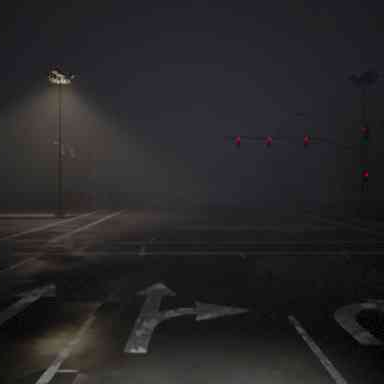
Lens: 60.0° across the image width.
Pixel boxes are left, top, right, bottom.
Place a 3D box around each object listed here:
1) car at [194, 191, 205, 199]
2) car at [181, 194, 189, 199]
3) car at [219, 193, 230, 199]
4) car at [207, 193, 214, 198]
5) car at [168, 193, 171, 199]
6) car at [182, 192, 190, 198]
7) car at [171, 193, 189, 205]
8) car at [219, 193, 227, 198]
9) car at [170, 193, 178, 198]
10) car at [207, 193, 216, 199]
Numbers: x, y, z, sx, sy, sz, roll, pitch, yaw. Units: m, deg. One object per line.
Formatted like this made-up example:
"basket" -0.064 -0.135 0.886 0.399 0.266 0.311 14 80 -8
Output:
"car" 1.752 0.795 85.523 2.150 2.045 5.566 0 0 0
"car" -1.747 1.163 85.955 1.895 1.301 4.718 0 0 0
"car" 8.752 1.109 85.469 2.033 1.411 5.357 0 0 0
"car" 5.287 0.886 95.068 1.812 1.442 4.674 0 0 0
"car" -5.245 1.067 86.354 1.837 1.490 4.892 0 0 0
"car" -1.713 0.887 95.094 2.128 1.511 4.902 0 0 0
"car" -1.865 1.224 54.062 2.128 1.511 4.902 0 0 0
"car" 8.787 0.886 95.055 1.812 1.442 4.674 0 0 0
"car" -5.213 0.914 95.107 1.994 1.385 4.181 0 0 0
"car" 5.255 1.162 86.345 1.895 1.301 4.718 0 0 0
